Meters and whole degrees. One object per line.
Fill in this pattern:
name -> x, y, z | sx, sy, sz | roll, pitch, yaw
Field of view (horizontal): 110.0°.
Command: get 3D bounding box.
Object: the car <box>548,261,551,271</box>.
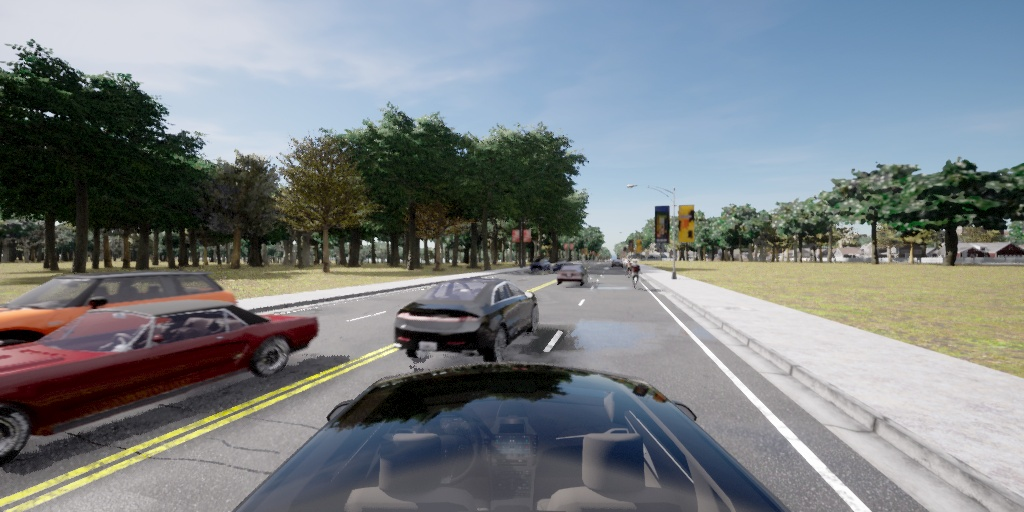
car -> 6.352, 1.311, 44.996 | 2.033, 1.411, 5.357 | 0, 0, 16

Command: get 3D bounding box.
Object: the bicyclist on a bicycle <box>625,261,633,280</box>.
bicyclist on a bicycle -> 9.930, 1.209, 30.368 | 0.582, 1.620, 1.656 | 0, 0, 16

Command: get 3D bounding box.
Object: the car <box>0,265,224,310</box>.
car -> -8.016, 1.102, 6.916 | 2.097, 1.767, 4.553 | 0, 0, 16

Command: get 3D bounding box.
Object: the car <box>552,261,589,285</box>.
car -> 4.445, 1.302, 25.935 | 2.033, 1.411, 5.357 | 0, 0, 16

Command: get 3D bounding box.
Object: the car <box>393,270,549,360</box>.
car -> -0.687, 1.242, 8.146 | 2.128, 1.511, 4.902 | 0, 0, 16

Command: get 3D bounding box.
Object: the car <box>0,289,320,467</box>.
car -> -5.209, 1.351, 4.922 | 1.895, 1.301, 4.718 | 0, 0, 16

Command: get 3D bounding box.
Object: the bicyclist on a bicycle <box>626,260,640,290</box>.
bicyclist on a bicycle -> 7.375, 1.125, 21.508 | 0.659, 1.776, 1.843 | 0, 0, 16

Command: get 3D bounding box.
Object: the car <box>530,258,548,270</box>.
car -> 3.797, 1.117, 47.854 | 2.097, 1.767, 4.553 | 0, 0, 16
